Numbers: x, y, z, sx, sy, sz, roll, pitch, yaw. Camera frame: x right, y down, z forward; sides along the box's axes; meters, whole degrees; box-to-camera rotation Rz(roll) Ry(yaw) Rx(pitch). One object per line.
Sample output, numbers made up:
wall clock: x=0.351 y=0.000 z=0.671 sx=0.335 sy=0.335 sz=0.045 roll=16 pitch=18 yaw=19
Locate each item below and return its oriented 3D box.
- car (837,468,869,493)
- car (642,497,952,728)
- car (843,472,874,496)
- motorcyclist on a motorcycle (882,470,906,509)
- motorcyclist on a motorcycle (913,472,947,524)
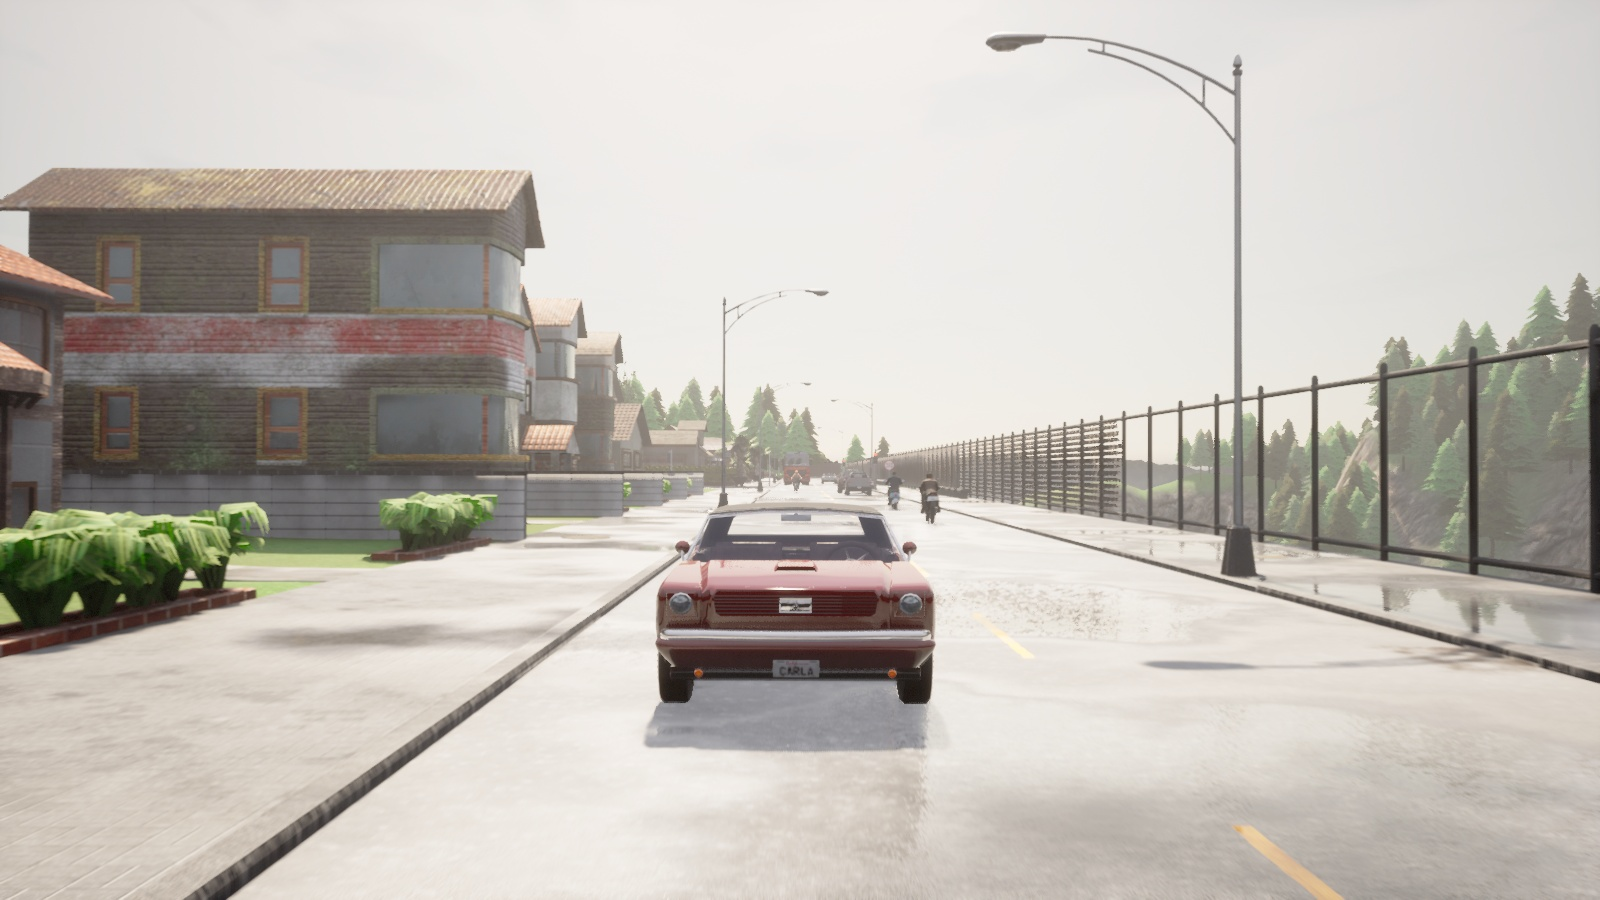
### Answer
car: x=3.780 y=2.178 z=90.824 sx=2.097 sy=1.767 sz=4.553 roll=0 pitch=-1 yaw=0
car: x=-0.024 y=1.083 z=10.040 sx=1.895 sy=1.301 sz=4.718 roll=0 pitch=-1 yaw=0
car: x=3.801 y=2.190 z=82.247 sx=1.845 sy=1.501 sz=3.633 roll=0 pitch=-1 yaw=0
motorcyclist on a motorcycle: x=3.874 y=1.619 z=51.779 sx=0.866 sy=1.590 sz=1.817 roll=0 pitch=-1 yaw=0
motorcyclist on a motorcycle: x=3.908 y=1.415 z=37.879 sx=0.797 sy=1.523 sz=2.044 roll=0 pitch=-1 yaw=0
